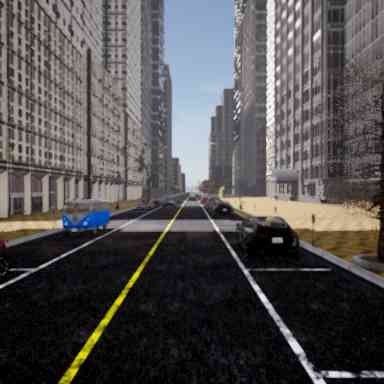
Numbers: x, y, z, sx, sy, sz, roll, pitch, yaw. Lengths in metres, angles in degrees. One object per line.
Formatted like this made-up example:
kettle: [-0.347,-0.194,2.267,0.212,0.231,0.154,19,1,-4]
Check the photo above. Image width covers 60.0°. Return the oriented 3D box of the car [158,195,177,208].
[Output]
car: [-3.059,1.468,46.381,2.033,1.411,5.357,0,0,0]

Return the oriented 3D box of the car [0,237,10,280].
car: [-5.696,1.429,6.898,1.967,1.590,4.097,-1,0,0]

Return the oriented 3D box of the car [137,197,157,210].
car: [-5.678,1.513,40.747,1.802,1.307,4.206,-1,0,0]

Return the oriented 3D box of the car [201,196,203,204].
car: [2.705,1.488,46.384,1.947,1.339,4.313,-1,0,0]

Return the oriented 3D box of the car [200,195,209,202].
car: [2.718,1.394,74.768,1.752,1.417,4.829,-1,0,0]

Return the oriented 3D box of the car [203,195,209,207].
car: [2.701,1.372,40.741,1.967,1.590,4.097,-1,0,0]

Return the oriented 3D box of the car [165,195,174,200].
car: [-5.657,1.396,85.877,2.008,1.369,4.403,-1,0,0]

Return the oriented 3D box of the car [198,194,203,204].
car: [2.380,1.425,58.932,1.812,1.442,4.674,0,0,0]

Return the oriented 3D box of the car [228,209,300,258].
car: [2.689,1.547,12.528,1.947,1.339,4.313,-1,0,0]

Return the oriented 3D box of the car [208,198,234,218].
car: [2.697,1.518,29.457,1.947,1.339,4.313,-1,0,0]

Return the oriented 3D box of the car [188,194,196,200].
car: [0.045,1.352,92.266,1.994,1.385,4.181,0,0,0]

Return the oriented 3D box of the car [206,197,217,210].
car: [2.699,1.524,35.099,1.802,1.307,4.206,-1,0,0]

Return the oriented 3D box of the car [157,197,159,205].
car: [-5.674,1.477,52.029,1.947,1.339,4.313,-1,0,0]

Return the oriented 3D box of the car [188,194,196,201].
car: [0.037,1.369,77.022,2.033,1.411,5.357,0,0,0]

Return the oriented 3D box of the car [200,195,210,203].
car: [2.715,1.425,68.955,1.887,1.381,4.507,-1,0,0]

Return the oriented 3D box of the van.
van: [-5.692,1.311,18.181,1.690,1.788,3.998,-1,0,0]
